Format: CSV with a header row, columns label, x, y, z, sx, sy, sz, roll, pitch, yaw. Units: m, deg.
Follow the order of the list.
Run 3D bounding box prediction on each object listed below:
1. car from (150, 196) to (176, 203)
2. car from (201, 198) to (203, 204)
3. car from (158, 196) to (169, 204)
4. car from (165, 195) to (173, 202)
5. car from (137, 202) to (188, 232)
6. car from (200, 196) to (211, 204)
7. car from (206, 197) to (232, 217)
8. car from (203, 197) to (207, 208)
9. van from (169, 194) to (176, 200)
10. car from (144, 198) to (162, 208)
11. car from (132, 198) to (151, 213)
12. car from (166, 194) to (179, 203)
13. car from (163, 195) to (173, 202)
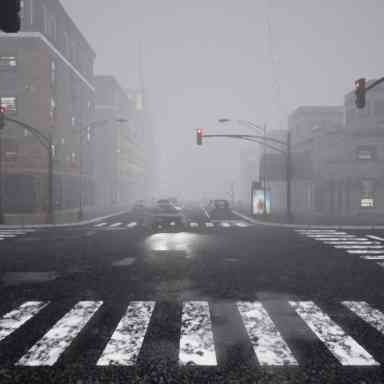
label,x,y,z,sx,sy,sz,roll,pitch,yaw
car,-3.074,1.514,36.425,1.837,1.490,4.892,0,0,0
car,2.717,1.571,48.906,2.008,1.369,4.403,0,0,0
car,-5.652,1.565,65.819,1.752,1.417,4.829,0,0,0
car,-5.640,1.592,82.908,1.752,1.417,4.829,-1,0,0
car,-1.722,1.531,19.804,1.994,1.385,4.181,0,0,-20
car,2.729,1.591,65.996,2.008,1.369,4.403,-1,0,0
car,2.705,1.446,31.815,1.967,1.590,4.097,0,0,0
car,2.714,1.597,43.209,1.802,1.307,4.206,0,0,0
van,-5.634,1.430,94.472,1.690,1.788,3.998,-1,0,0
car,-5.663,1.571,48.899,2.008,1.369,4.403,0,0,0
car,-5.671,1.561,37.506,2.008,1.369,4.403,0,0,0
car,-3.048,1.531,52.632,1.837,1.490,4.892,0,-1,0
car,-5.646,1.497,77.382,1.967,1.590,4.097,0,0,0
